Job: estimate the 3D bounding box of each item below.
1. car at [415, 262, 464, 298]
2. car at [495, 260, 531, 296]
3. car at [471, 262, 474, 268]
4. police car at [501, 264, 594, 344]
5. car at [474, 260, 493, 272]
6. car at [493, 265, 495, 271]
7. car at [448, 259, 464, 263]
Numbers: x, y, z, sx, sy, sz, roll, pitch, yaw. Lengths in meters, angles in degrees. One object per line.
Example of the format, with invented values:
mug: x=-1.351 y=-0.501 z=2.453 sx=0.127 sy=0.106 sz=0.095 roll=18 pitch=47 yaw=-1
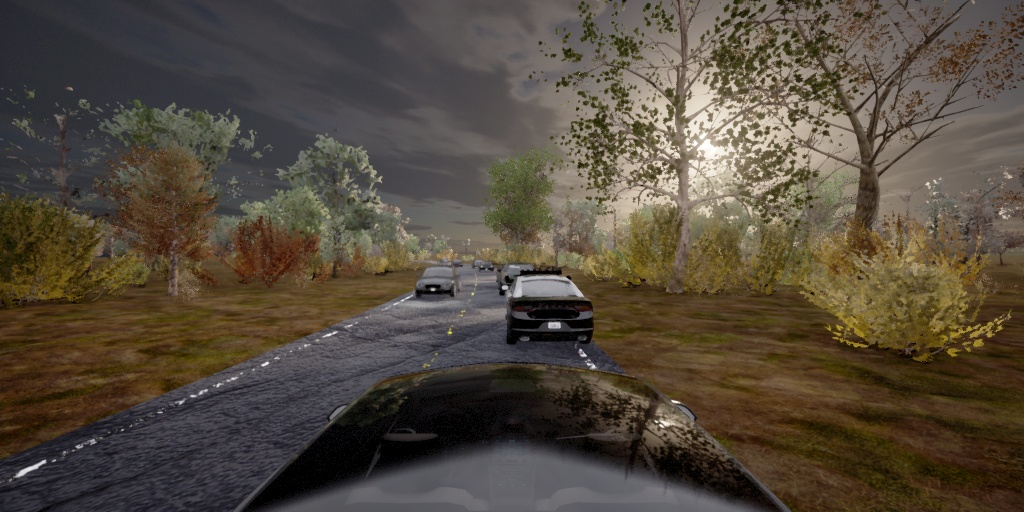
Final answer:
car: x=-3.700 y=1.254 z=18.511 sx=1.837 sy=1.490 sz=4.892 roll=0 pitch=0 yaw=-4
car: x=0.292 y=1.100 z=19.637 sx=2.097 sy=1.767 sz=4.553 roll=0 pitch=0 yaw=-4
car: x=-5.592 y=1.292 z=58.841 sx=2.033 sy=1.411 sz=5.357 roll=0 pitch=0 yaw=-11
police car: x=0.765 y=1.175 z=9.708 sx=1.930 sy=1.638 sz=5.238 roll=0 pitch=0 yaw=-2
car: x=-3.495 y=1.347 z=46.602 sx=1.895 sy=1.301 sz=4.718 roll=0 pitch=0 yaw=-9
car: x=-0.155 y=1.254 z=25.697 sx=1.837 sy=1.490 sz=4.892 roll=0 pitch=0 yaw=-5
car: x=-9.229 y=1.293 z=60.671 sx=2.033 sy=1.411 sz=5.357 roll=0 pitch=0 yaw=-11
